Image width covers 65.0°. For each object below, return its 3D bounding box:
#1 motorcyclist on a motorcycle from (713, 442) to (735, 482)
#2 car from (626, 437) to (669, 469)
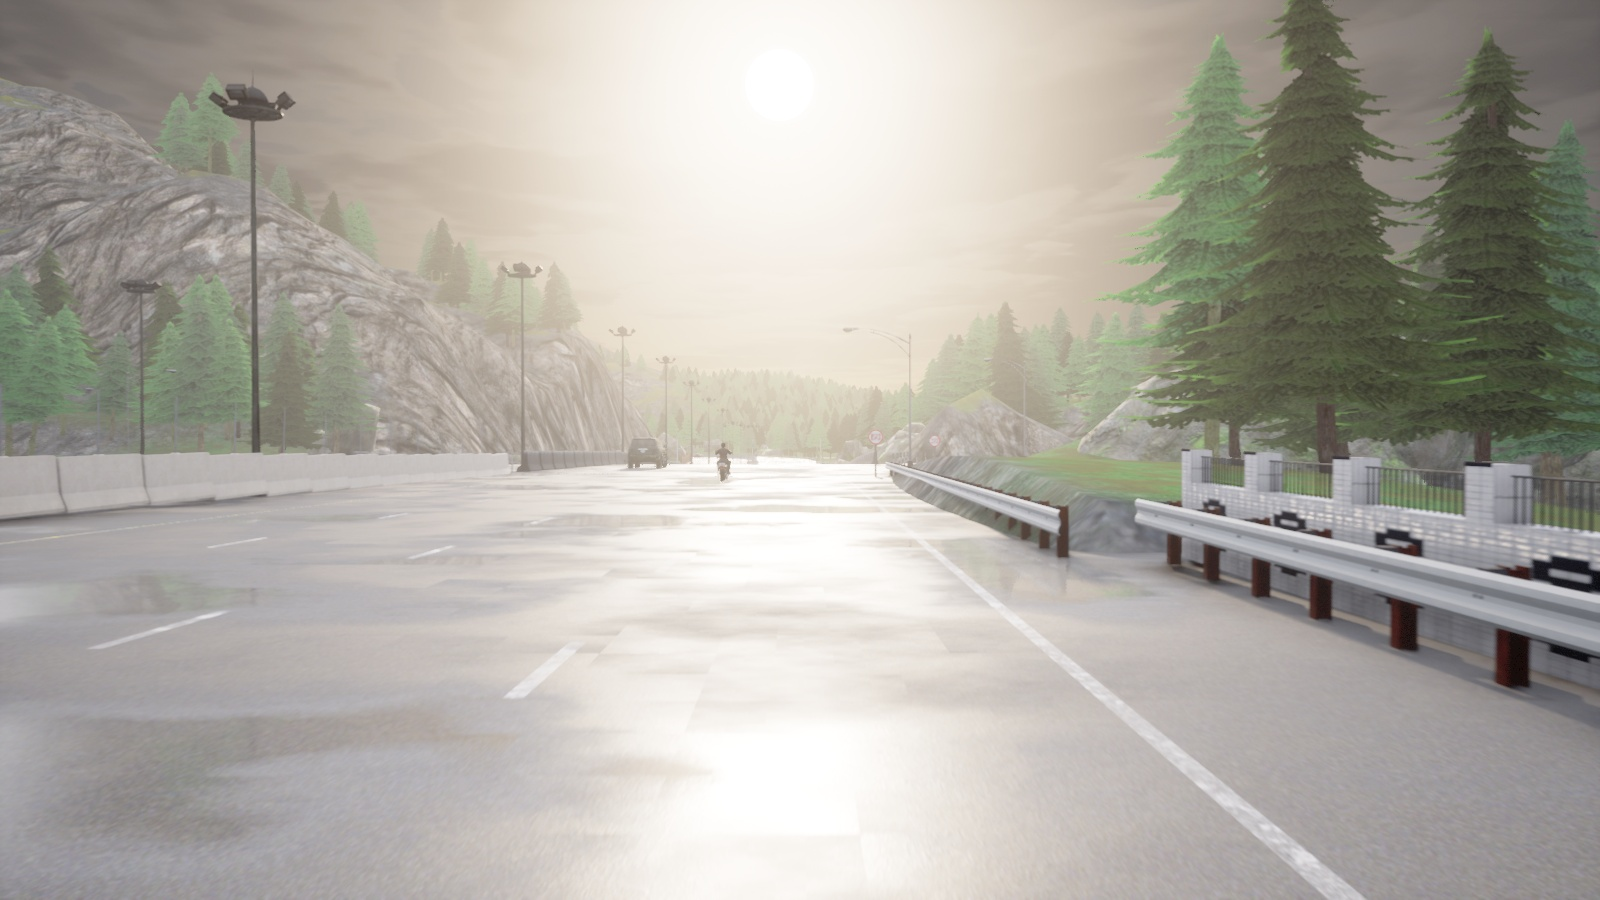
[{"bbox_3d":[-3.222,0.492,53.226,0.766,1.649,2.350,0,0,0],"label":"motorcyclist on a motorcycle"},{"bbox_3d":[-10.131,0.176,83.710,2.150,2.045,5.566,0,0,0],"label":"car"}]
